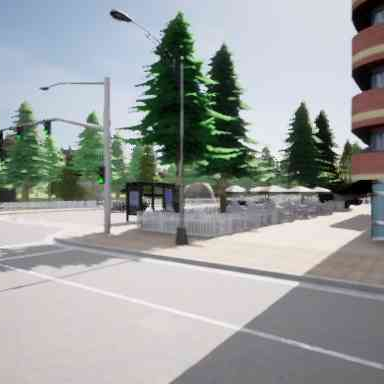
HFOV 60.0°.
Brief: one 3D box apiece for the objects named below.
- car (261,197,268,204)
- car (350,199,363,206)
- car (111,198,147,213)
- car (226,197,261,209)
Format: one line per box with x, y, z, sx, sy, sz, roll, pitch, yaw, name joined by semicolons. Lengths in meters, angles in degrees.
10.748;1.513;54.302;4.718;1.301;1.895;0;0;-31;car
24.400;1.281;52.256;4.553;1.767;2.097;0;0;-15;car
-6.920;1.398;35.772;2.128;1.511;4.902;0;0;36;car
6.033;1.409;41.039;2.128;1.511;4.902;0;0;40;car
